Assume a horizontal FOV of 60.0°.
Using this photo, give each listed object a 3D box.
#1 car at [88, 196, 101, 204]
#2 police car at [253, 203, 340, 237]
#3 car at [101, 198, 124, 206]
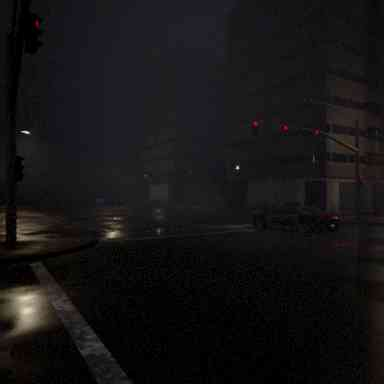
[{"bbox_3d":[-18.093,1.547,62.903,2.033,1.411,5.357,0,0,-32],"label":"car"},{"bbox_3d":[5.430,1.425,18.243,1.930,1.638,5.238,0,0,-32],"label":"police car"},{"bbox_3d":[-12.817,1.601,54.477,1.895,1.301,4.718,0,0,-31],"label":"car"}]
